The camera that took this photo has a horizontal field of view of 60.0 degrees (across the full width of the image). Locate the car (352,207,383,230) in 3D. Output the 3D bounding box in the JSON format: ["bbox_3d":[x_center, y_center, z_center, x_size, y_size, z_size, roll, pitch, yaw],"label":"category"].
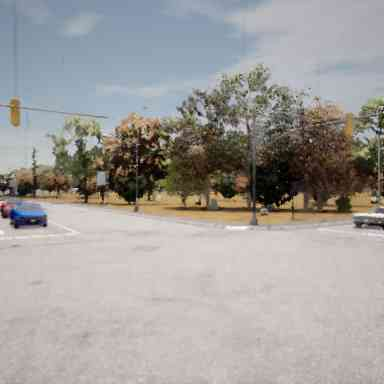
[{"bbox_3d":[12.324,1.608,21.366,4.718,1.301,1.895,0,0,-35],"label":"car"}]

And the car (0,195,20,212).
[{"bbox_3d":[-21.373,1.312,38.470,2.097,1.767,4.553,0,0,-33],"label":"car"}]

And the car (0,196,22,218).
[{"bbox_3d":[-15.790,1.344,29.851,2.097,1.767,4.553,0,0,-33],"label":"car"}]

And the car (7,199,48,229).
[{"bbox_3d":[-10.906,1.479,22.158,1.882,1.535,5.008,0,0,-32],"label":"car"}]
